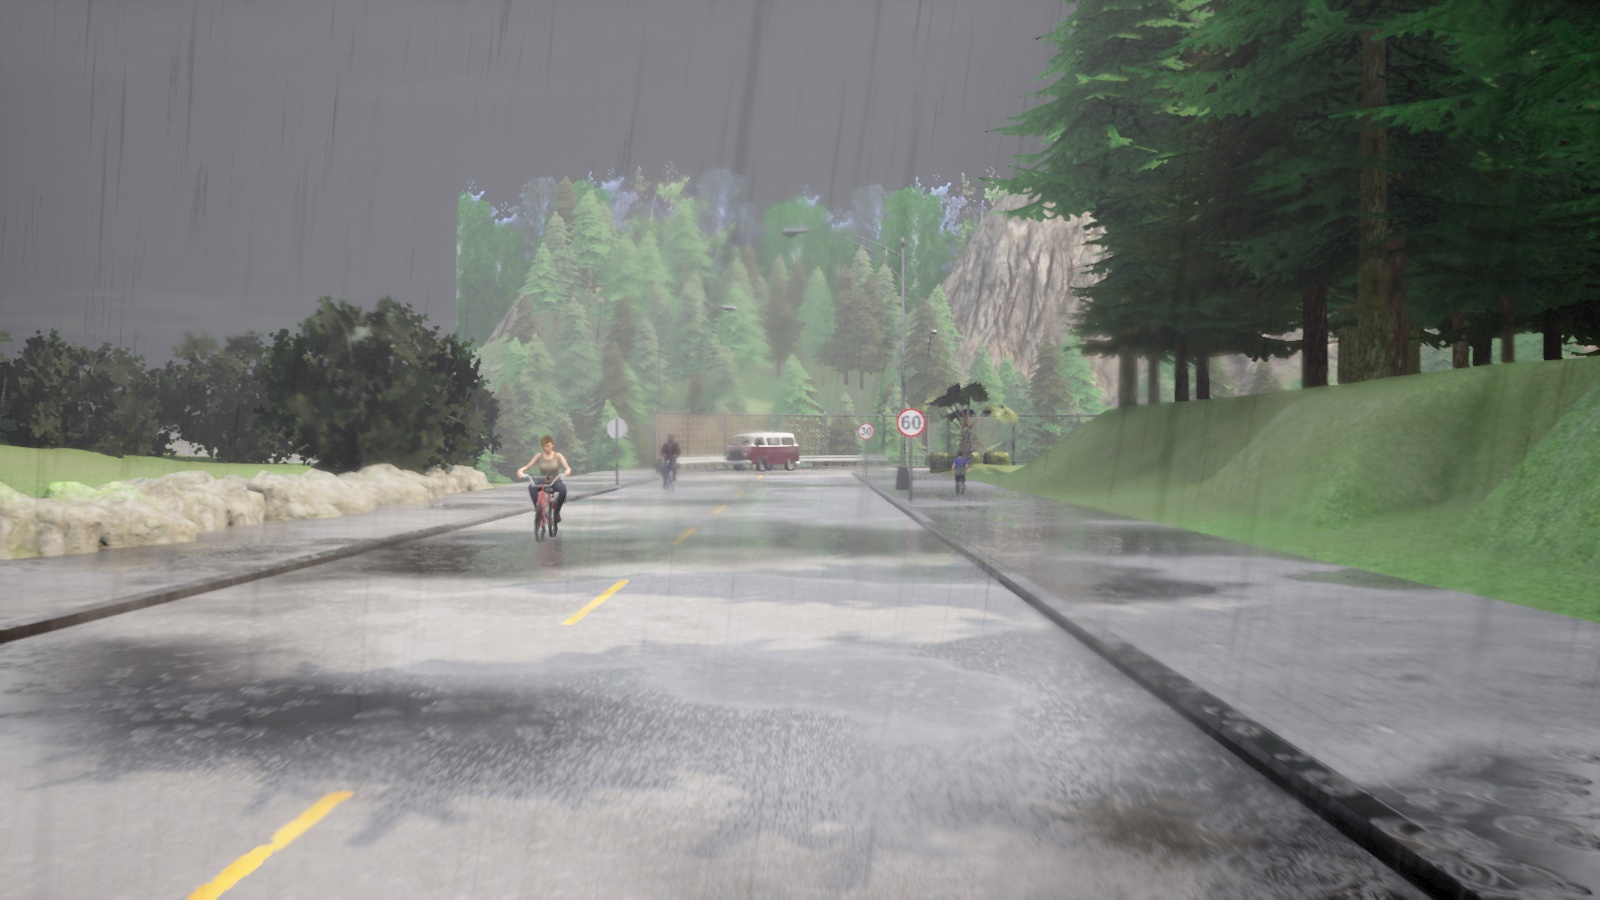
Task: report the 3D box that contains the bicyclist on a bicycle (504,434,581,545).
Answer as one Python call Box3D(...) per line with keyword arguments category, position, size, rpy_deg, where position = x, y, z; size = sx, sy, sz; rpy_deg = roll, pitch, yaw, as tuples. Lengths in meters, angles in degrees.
Box3D(category="bicyclist on a bicycle", position=(-3.879, 0.573, 19.038), size=(0.866, 1.612, 1.509), rpy_deg=(0, 0, 0))

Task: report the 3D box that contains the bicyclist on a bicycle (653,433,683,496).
Box3D(category="bicyclist on a bicycle", position=(-3.776, 0.410, 36.149), size=(0.659, 1.776, 1.843), rpy_deg=(0, 0, 0))

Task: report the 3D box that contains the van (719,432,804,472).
Box3D(category="van", position=(-1.969, 0.100, 65.576), size=(2.069, 2.038, 4.480), rpy_deg=(-1, 0, 37))

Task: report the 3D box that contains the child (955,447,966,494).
Box3D(category="child", position=(4.353, 0.548, 34.088), size=(0.270, 1.263, 0.437), rpy_deg=(0, 0, 5))
